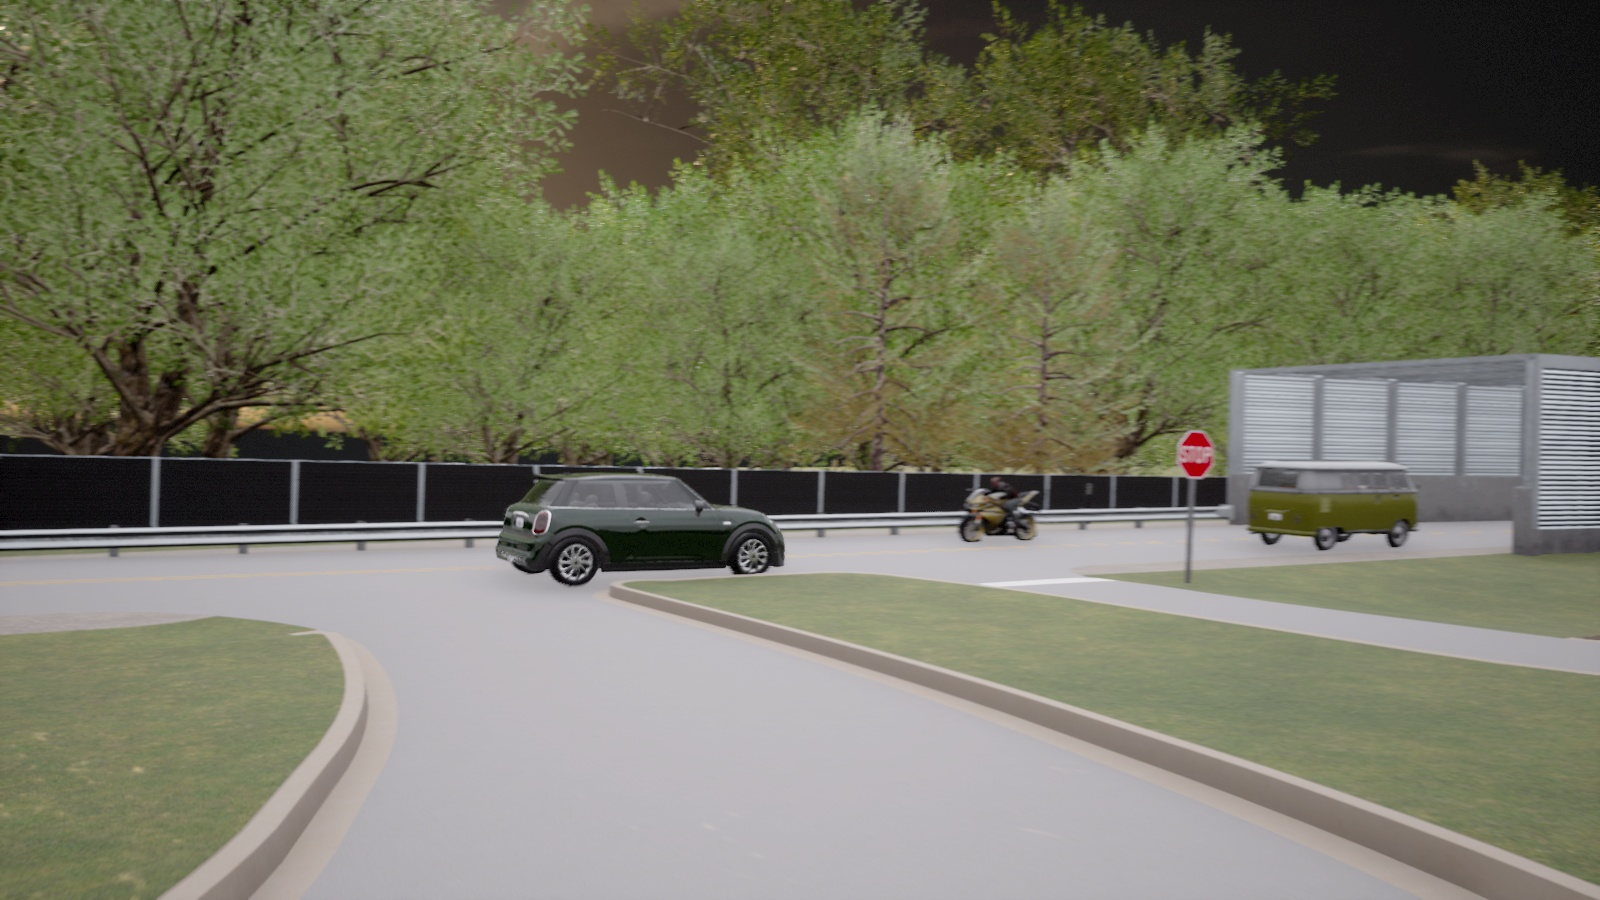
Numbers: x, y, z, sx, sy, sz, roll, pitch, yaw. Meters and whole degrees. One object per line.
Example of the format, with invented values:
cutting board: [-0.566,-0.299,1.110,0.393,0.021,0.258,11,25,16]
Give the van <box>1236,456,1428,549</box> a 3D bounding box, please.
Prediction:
van: [12.425,1.164,29.260,4.442,1.987,1.775,0,1,-30]

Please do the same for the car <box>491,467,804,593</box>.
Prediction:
car: [-2.442,1.195,20.398,4.553,1.767,2.097,0,1,-32]

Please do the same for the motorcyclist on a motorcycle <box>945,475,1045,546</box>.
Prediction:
motorcyclist on a motorcycle: [4.456,1.355,28.689,2.191,1.530,0.866,0,1,-30]
